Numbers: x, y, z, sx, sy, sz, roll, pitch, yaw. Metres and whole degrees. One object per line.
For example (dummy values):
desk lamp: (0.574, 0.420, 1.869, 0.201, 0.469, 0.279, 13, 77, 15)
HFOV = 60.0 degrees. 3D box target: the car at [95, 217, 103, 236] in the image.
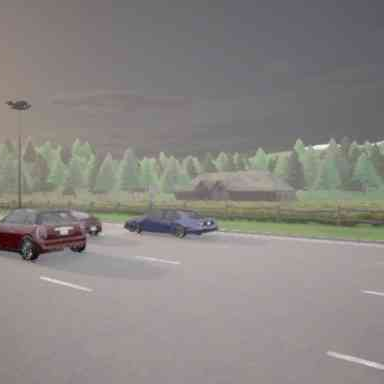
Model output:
car: (-6.609, 1.591, 17.293, 4.674, 1.442, 1.812, 0, 0, 35)

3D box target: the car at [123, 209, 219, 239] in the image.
car: (-1.222, 1.595, 17.753, 5.357, 1.411, 2.033, 0, 0, 35)

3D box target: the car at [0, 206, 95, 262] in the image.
car: (-6.111, 1.404, 12.641, 4.553, 1.767, 2.097, 0, 0, 35)
